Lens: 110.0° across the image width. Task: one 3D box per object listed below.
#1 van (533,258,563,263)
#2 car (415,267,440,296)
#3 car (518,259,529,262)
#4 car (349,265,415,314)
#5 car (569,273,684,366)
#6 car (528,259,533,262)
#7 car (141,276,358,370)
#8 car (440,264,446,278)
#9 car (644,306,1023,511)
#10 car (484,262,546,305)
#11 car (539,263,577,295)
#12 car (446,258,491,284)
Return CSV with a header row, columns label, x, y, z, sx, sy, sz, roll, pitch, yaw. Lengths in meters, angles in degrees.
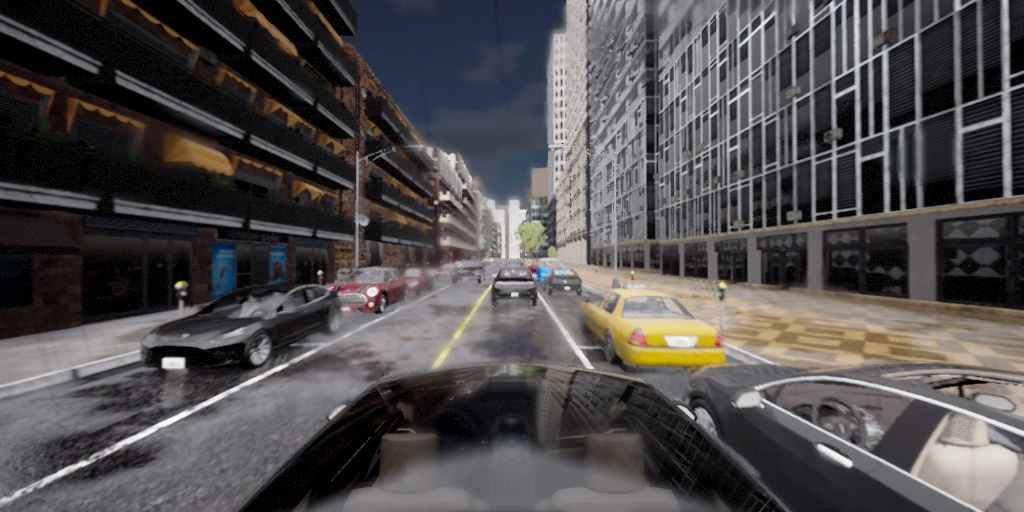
label,x,y,z,sx,sy,sz,roll,pitch,yaw
van,2.579,1.045,24.574,1.690,1.789,3.998,0,0,0
car,-5.305,1.297,19.095,1.802,1.307,4.207,0,0,0
car,0.118,1.238,31.643,2.033,1.411,5.357,0,0,0
car,-5.308,1.166,13.449,1.967,1.591,4.097,0,0,0
car,2.570,1.263,7.787,1.751,1.417,4.829,0,0,0
car,2.585,1.228,35.879,1.888,1.381,4.507,0,0,0
car,-5.311,1.304,7.803,1.948,1.339,4.313,0,0,0
car,-5.298,1.275,30.388,1.802,1.307,4.207,0,0,0
car,2.567,1.300,1.965,2.007,1.370,4.403,0,0,0
car,0.109,1.213,15.673,2.128,1.511,4.902,0,0,0
car,2.576,1.266,18.921,2.007,1.370,4.403,0,0,0
car,-2.737,0.964,23.811,2.033,1.411,5.357,0,0,0
